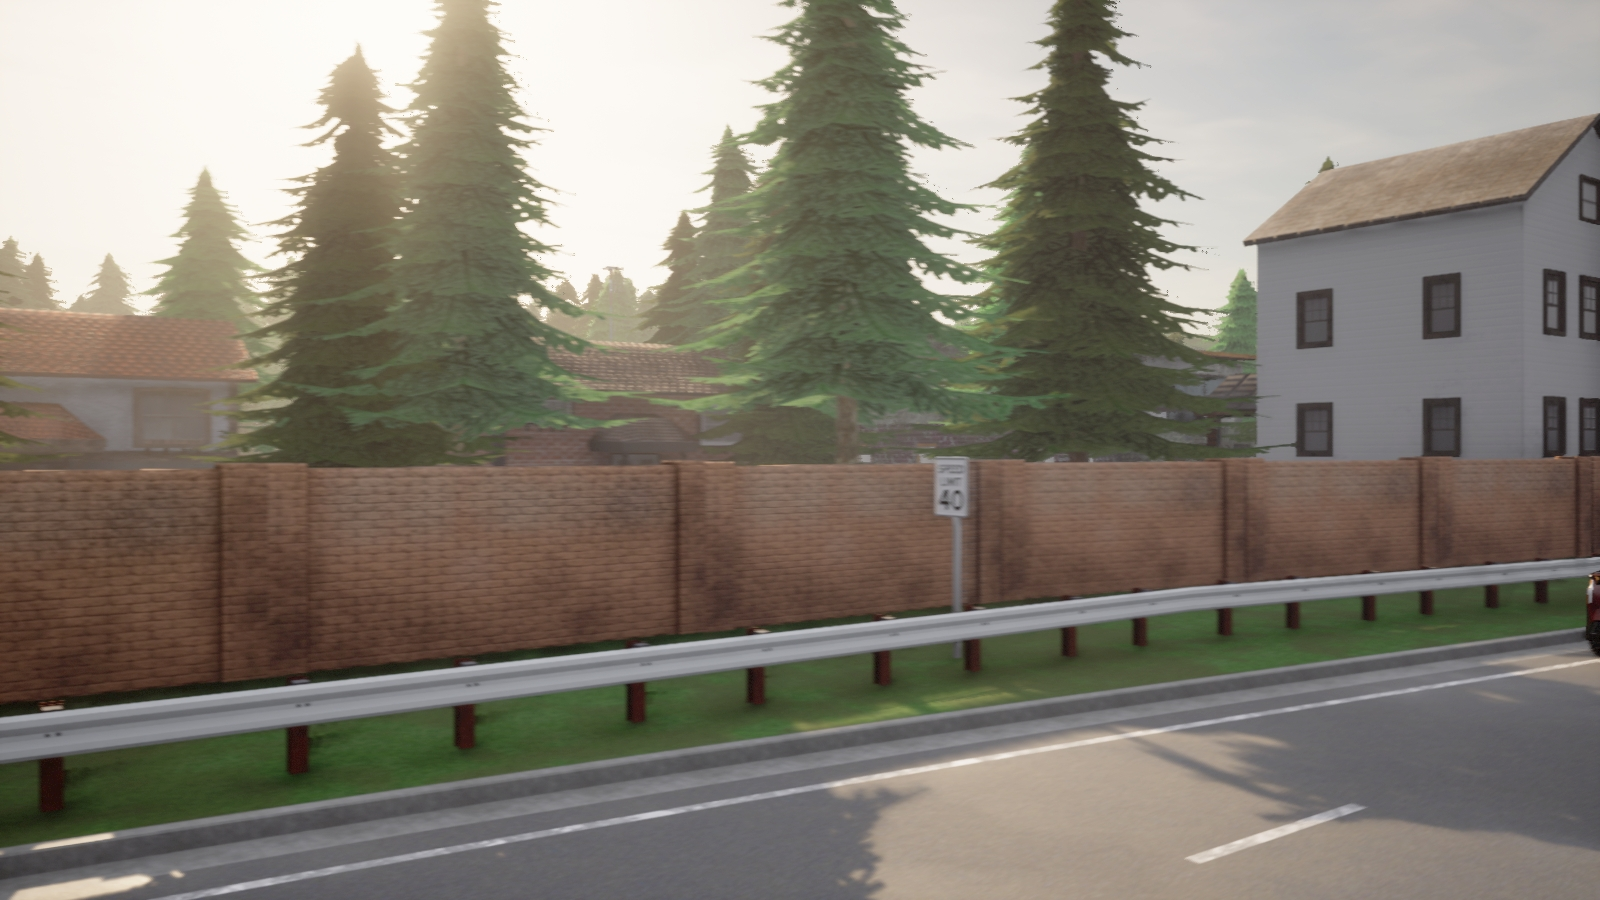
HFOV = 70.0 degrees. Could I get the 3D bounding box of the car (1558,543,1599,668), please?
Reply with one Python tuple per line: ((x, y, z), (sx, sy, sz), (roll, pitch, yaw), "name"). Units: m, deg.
((12.464, 2.040, 15.450), (4.514, 1.525, 2.007), (0, 0, -32), "car")
